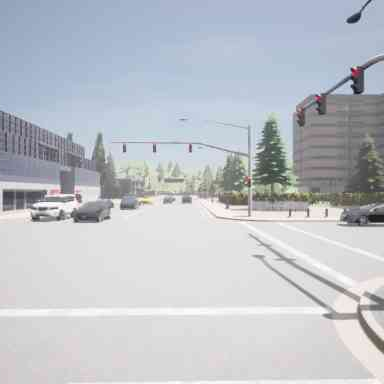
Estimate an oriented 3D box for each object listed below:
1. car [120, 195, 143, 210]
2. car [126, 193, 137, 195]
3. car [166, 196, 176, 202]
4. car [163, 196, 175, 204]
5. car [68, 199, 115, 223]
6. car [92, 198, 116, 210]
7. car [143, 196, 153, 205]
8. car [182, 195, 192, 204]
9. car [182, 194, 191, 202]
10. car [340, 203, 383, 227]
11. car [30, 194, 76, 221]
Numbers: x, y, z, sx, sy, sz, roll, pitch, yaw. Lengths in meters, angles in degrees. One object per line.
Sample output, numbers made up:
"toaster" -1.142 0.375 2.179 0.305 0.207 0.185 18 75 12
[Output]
"car" -7.868 1.477 42.204 1.882 1.535 5.008 0 0 -1
"car" -11.603 1.223 63.219 2.150 2.045 5.566 0 0 0
"car" -4.728 1.510 75.301 1.895 1.301 4.718 0 0 -1
"car" -4.582 1.547 64.666 2.033 1.411 5.357 0 0 -1
"car" -7.584 1.477 25.653 1.882 1.535 5.008 0 0 -1
"car" -11.386 1.564 43.292 1.994 1.385 4.181 0 0 -1
"car" -8.077 1.477 59.359 1.882 1.535 5.008 0 0 0
"car" -0.985 1.505 64.990 1.837 1.490 4.892 0 0 -1
"car" -1.223 1.355 75.056 2.097 1.767 4.553 0 0 -1
"car" 12.499 1.492 22.272 4.902 1.511 2.128 0 0 -1
"car" -11.121 1.221 27.305 2.150 2.045 5.566 0 0 -1
